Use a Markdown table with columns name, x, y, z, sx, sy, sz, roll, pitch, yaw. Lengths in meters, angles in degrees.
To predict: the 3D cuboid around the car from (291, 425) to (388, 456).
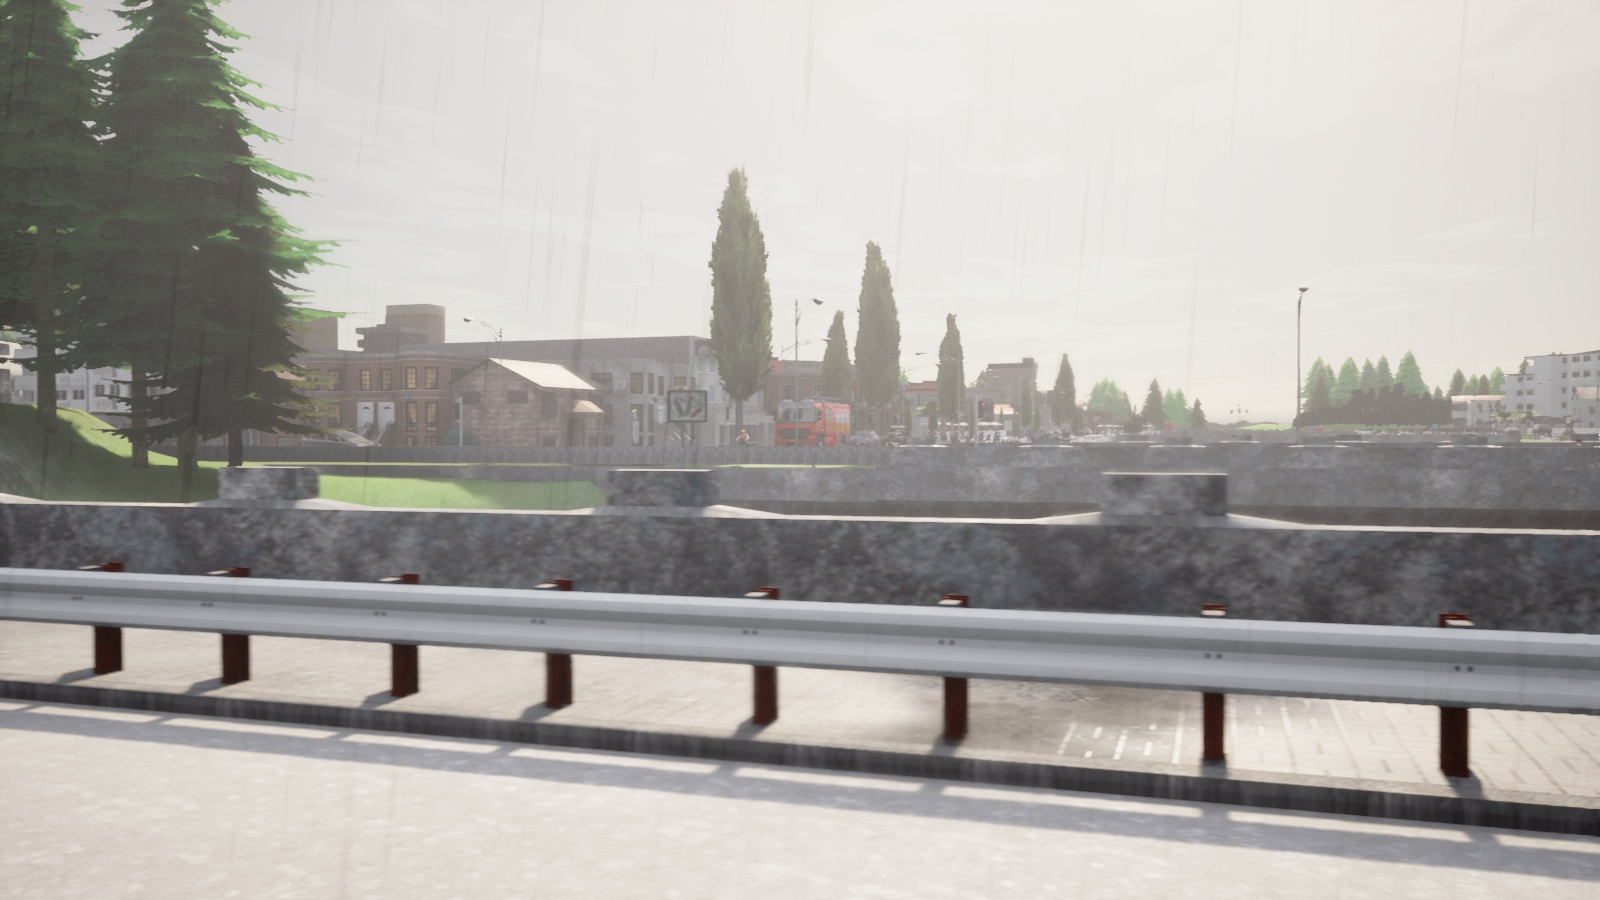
| name | x | y | z | sx | sy | sz | roll | pitch | yaw |
| --- | --- | --- | --- | --- | --- | --- | --- | --- | --- |
| car | -25.183 | -0.524 | 68.697 | 4.611 | 1.667 | 2.242 | 1 | 1 | 19 |

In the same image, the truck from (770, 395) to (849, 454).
| name | x | y | z | sx | sy | sz | roll | pitch | yaw |
| --- | --- | --- | --- | --- | --- | --- | --- | --- | --- |
| truck | 0.793 | -1.711 | 85.899 | 2.891 | 3.827 | 8.468 | 1 | 1 | 19 |

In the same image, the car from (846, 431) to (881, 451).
| name | x | y | z | sx | sy | sz | roll | pitch | yaw |
| --- | --- | --- | --- | --- | --- | --- | --- | --- | --- |
| car | 4.972 | -0.715 | 98.322 | 1.845 | 1.501 | 3.633 | 1 | 1 | 19 |
